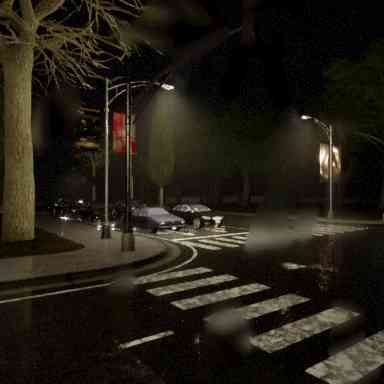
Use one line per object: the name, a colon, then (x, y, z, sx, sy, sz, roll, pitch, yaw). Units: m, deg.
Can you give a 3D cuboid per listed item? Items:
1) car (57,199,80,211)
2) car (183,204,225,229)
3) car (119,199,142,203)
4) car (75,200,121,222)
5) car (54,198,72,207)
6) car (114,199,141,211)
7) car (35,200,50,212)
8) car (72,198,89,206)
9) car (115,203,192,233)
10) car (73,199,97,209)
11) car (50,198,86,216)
car: (-17.117, 1.774, 46.075, 1.812, 1.442, 4.674, 0, -1, -36)
car: (0.132, 1.568, 22.297, 2.128, 1.511, 4.902, 0, 0, -36)
car: (-5.290, 1.474, 29.738, 2.097, 1.767, 4.553, 0, 0, -36)
car: (-7.976, 1.676, 27.903, 1.994, 1.385, 4.181, 0, 0, -36)
car: (-23.703, 1.906, 60.932, 1.837, 1.490, 4.892, 0, -1, -36)
car: (-9.025, 1.739, 46.265, 1.837, 1.490, 4.892, 0, -1, -36)
car: (-19.048, 1.793, 43.193, 1.994, 1.385, 4.181, 0, -1, -35)
car: (-21.047, 1.937, 62.790, 1.812, 1.442, 4.674, 0, -1, -35)
car: (-2.543, 1.614, 20.427, 2.033, 1.411, 5.357, 0, 0, -36)
car: (-16.468, 1.835, 50.974, 2.033, 1.411, 5.357, 0, -1, -36)
car: (-13.179, 1.666, 35.066, 1.837, 1.490, 4.892, 0, 0, -36)
